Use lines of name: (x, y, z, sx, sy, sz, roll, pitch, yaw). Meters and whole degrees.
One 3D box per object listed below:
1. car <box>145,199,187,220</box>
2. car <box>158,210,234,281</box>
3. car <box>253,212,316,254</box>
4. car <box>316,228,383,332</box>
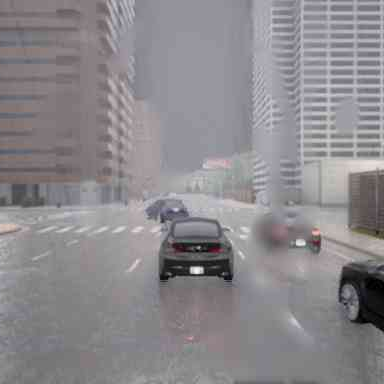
car: (-1.990, 1.285, 24.776, 2.097, 1.767, 4.553, 0, 0, -24)
car: (0.102, 1.490, 9.801, 1.837, 1.490, 4.892, 0, 0, 0)
car: (3.631, 1.506, 13.269, 1.812, 1.442, 4.674, 0, 0, 1)
car: (3.606, 1.485, 4.241, 2.128, 1.511, 4.902, 0, 0, 0)
